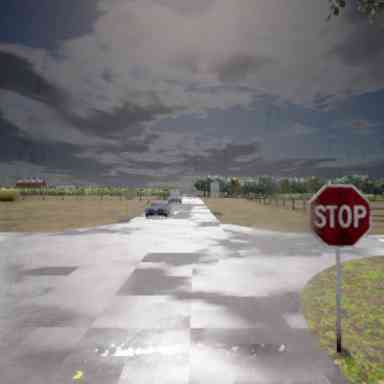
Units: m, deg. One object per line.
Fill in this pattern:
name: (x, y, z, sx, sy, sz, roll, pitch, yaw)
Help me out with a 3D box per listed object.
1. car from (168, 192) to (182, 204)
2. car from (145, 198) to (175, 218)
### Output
car: (-2.684, 0.907, 52.652, 2.097, 1.767, 4.553, 0, 0, 0)
car: (-2.732, 1.431, 27.896, 1.895, 1.301, 4.718, 0, 1, 1)
